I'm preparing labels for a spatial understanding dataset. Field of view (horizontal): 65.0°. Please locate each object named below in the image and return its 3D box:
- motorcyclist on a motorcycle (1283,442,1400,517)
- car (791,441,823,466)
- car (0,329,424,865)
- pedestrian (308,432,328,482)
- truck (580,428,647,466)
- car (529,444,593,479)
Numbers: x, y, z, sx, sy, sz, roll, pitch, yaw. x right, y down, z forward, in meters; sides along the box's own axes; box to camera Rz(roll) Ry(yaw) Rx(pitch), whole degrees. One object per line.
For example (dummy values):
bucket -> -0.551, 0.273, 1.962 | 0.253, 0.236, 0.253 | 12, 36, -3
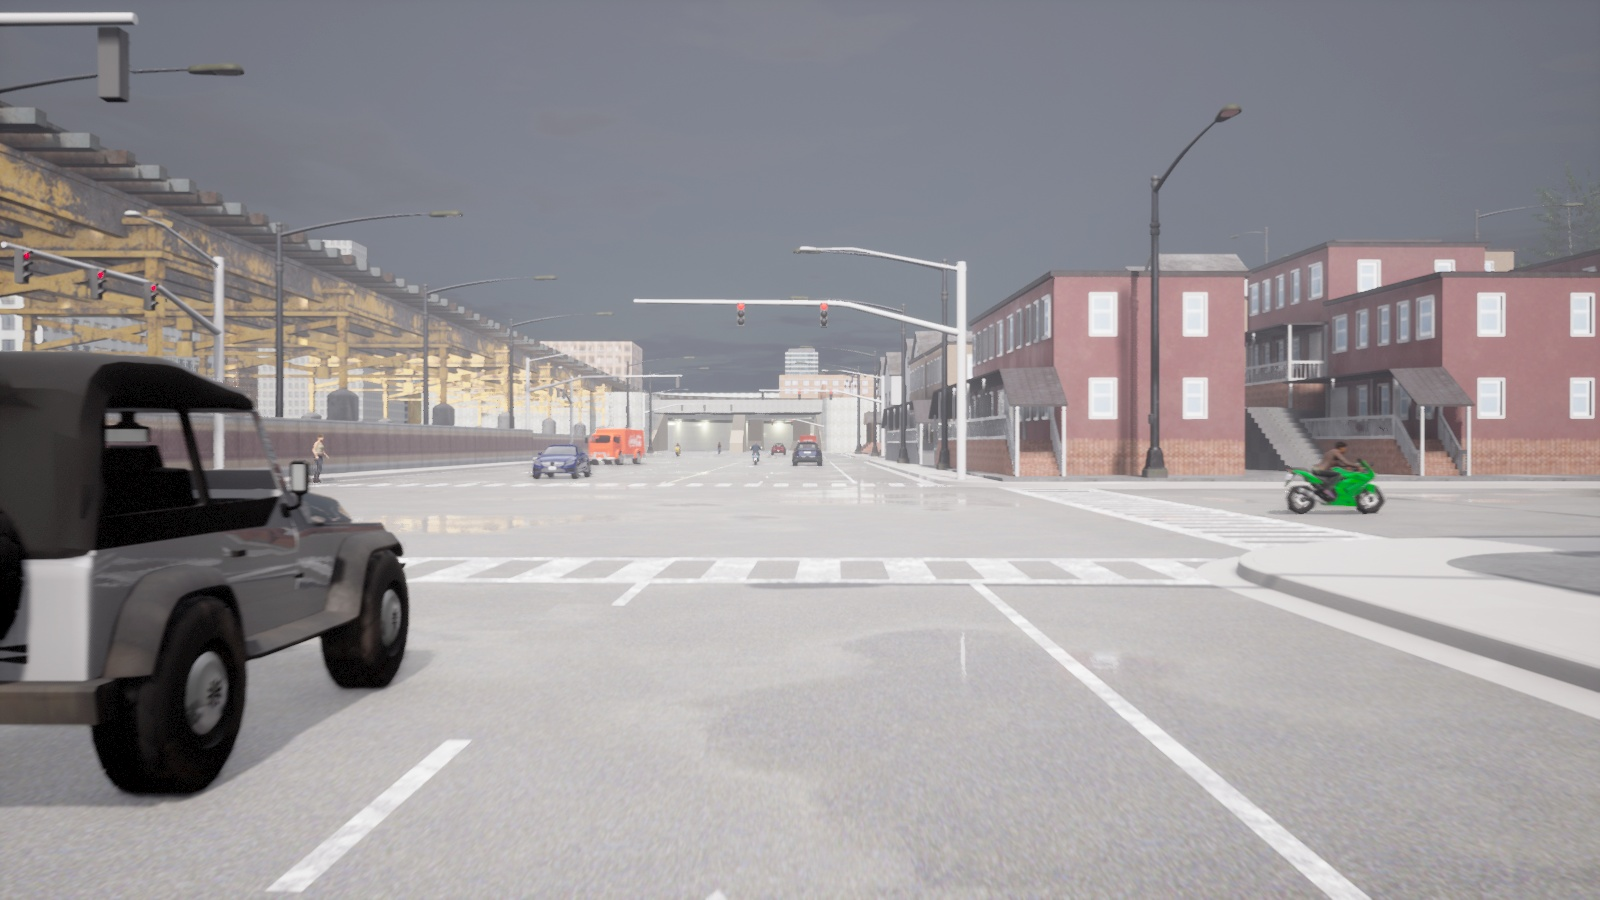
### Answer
motorcyclist on a motorcycle -> 11.075, 0.591, 25.723 | 2.044, 1.523, 0.797 | 0, 0, 1
car -> 0.487, 0.207, 82.547 | 2.033, 1.649, 4.856 | 0, 0, 0
car -> -3.455, 0.504, 6.340 | 1.905, 1.878, 3.866 | 0, 0, 1
pedestrian -> -17.821, 0.271, 46.456 | 0.594, 1.836, 0.345 | 0, 0, 10
truck -> -12.579, -0.236, 85.087 | 2.627, 2.467, 5.204 | 0, 0, 15
car -> -10.119, 0.459, 53.561 | 1.812, 1.442, 4.674 | 0, 0, 0
